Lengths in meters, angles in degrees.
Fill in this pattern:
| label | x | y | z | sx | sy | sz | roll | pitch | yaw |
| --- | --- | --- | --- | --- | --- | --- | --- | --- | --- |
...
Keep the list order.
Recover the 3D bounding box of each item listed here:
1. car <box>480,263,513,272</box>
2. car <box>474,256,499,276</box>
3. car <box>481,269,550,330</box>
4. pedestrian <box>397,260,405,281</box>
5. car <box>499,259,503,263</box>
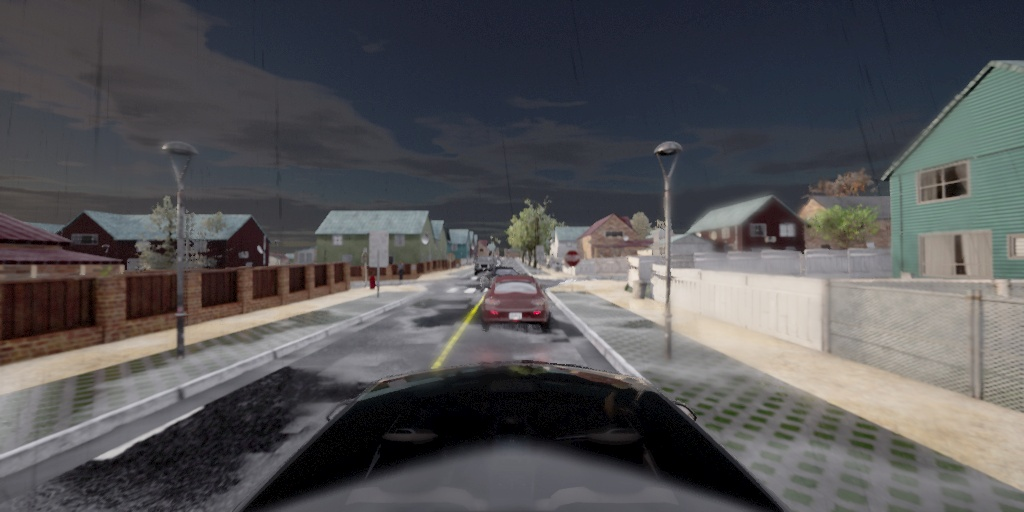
| label | x | y | z | sx | sy | sz | roll | pitch | yaw |
| --- | --- | --- | --- | --- | --- | --- | --- | --- | --- |
| car | -0.555 | 1.340 | 21.193 | 1.994 | 1.385 | 4.181 | 0 | 0 | -11 |
| car | -2.844 | 1.017 | 39.180 | 2.150 | 2.045 | 5.566 | 0 | 0 | 0 |
| car | 0.095 | 1.289 | 10.990 | 1.812 | 1.442 | 4.674 | 0 | 0 | 0 |
| pedestrian | -9.690 | 1.246 | 31.272 | 0.375 | 1.860 | 0.375 | 0 | 0 | 0 |
| car | -2.835 | 1.025 | 52.278 | 2.150 | 2.045 | 5.566 | 0 | 0 | 0 |
